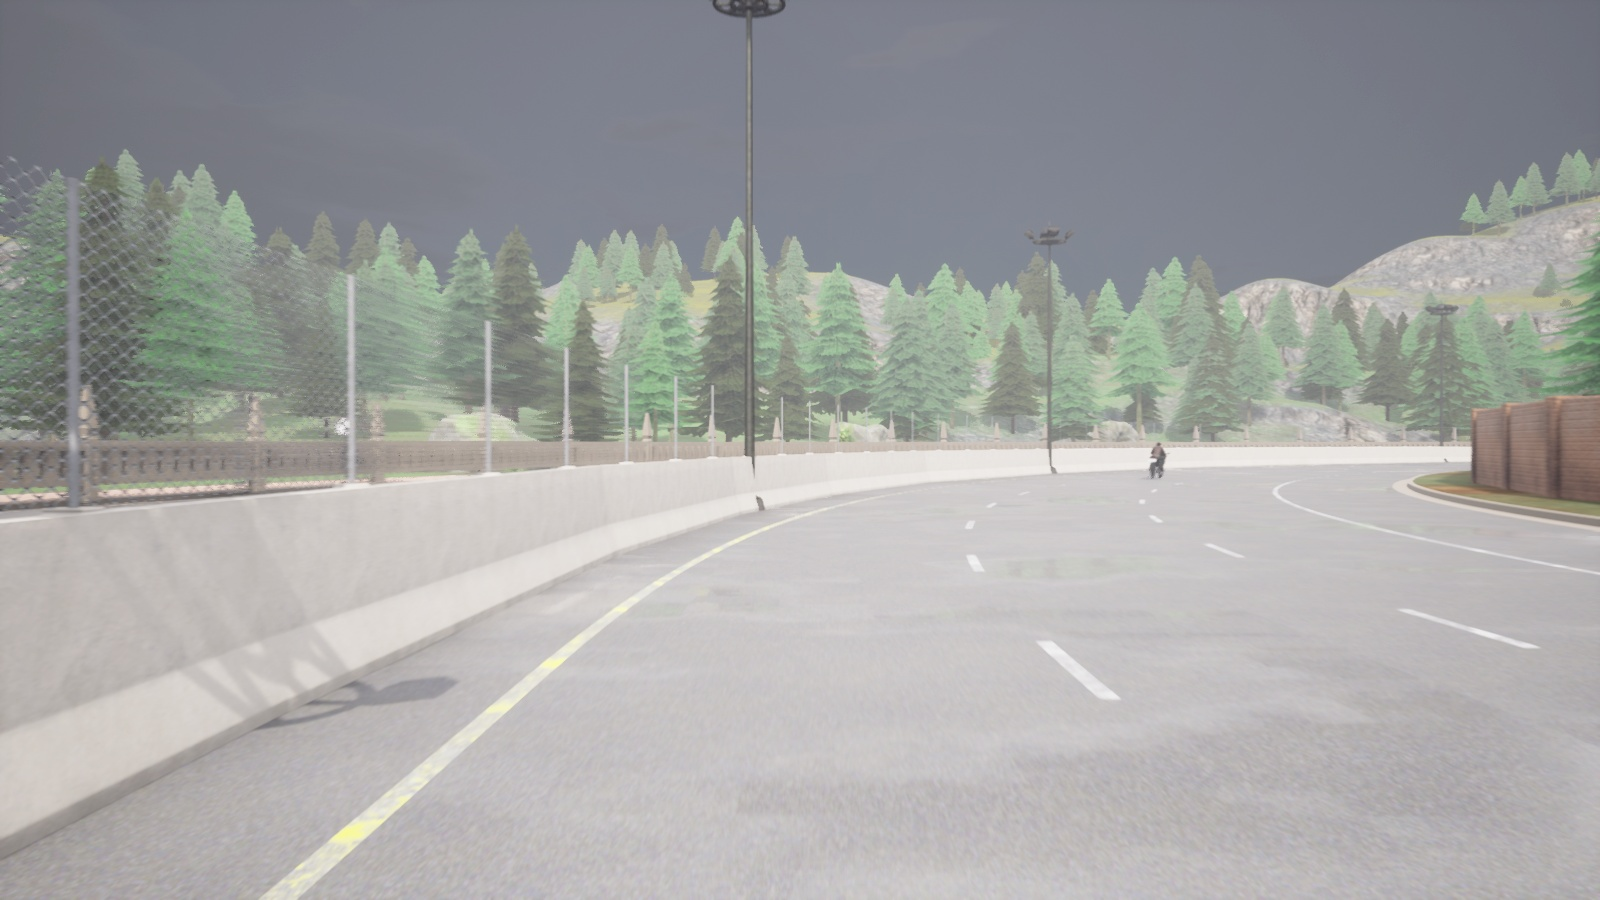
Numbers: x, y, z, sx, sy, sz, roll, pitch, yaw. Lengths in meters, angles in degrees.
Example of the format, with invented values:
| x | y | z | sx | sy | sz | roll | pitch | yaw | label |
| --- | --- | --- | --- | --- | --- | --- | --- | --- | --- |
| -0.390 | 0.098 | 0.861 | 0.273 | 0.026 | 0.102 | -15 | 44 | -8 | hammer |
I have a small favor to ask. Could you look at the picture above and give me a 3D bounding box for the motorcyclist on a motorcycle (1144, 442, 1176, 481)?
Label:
| x | y | z | sx | sy | sz | roll | pitch | yaw | label |
| --- | --- | --- | --- | --- | --- | --- | --- | --- | --- |
| 14.678 | 0.456 | 51.185 | 0.797 | 1.523 | 2.044 | 2 | 1 | 28 | motorcyclist on a motorcycle |
